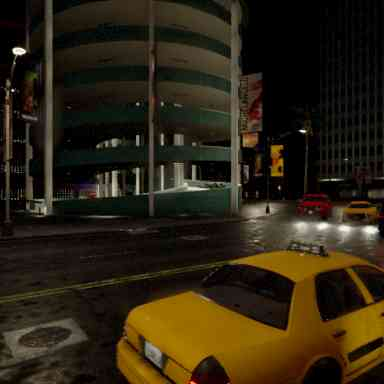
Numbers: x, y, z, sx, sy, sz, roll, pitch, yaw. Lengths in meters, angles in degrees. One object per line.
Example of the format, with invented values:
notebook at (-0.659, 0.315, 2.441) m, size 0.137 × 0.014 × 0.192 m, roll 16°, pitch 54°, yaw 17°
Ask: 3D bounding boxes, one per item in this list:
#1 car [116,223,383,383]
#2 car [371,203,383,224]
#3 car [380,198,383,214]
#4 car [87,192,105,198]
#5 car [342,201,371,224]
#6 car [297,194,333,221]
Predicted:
car at (1.736, 1.454, 4.508) m, size 5.366 × 1.575 × 1.801 m, roll 0°, pitch 0°, yaw -35°
car at (11.071, 1.218, 16.697) m, size 2.150 × 2.045 × 5.566 m, roll 0°, pitch 0°, yaw 42°
car at (19.865, 1.466, 32.208) m, size 1.882 × 1.535 × 5.008 m, roll 0°, pitch 0°, yaw 18°
car at (-19.029, 0.979, 66.018) m, size 2.435 × 2.045 × 5.566 m, roll 0°, pitch 0°, yaw -36°
car at (12.355, 1.468, 24.433) m, size 1.882 × 1.535 × 5.008 m, roll 0°, pitch 0°, yaw 33°
car at (10.392, 1.210, 27.790) m, size 2.150 × 2.045 × 5.566 m, roll 0°, pitch 0°, yaw 29°
